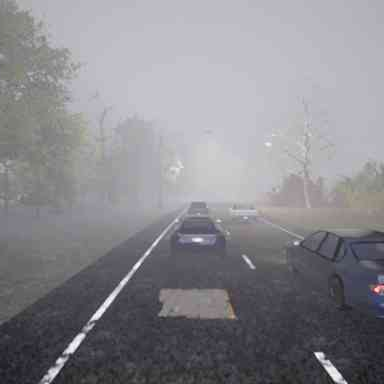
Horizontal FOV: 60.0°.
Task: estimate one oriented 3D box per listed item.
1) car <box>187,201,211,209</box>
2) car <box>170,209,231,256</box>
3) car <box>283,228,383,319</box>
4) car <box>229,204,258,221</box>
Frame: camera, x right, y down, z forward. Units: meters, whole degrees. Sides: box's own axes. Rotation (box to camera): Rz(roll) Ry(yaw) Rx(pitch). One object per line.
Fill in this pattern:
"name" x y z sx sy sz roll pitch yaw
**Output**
"car" 0.605 1.526 28.748 1.837 1.490 4.892 0 0 2
"car" 0.224 1.574 13.131 1.994 1.385 4.181 0 0 1
"car" 3.651 1.555 7.666 2.033 1.411 5.357 0 0 1
"car" 4.047 1.621 26.946 1.895 1.301 4.718 0 0 2
